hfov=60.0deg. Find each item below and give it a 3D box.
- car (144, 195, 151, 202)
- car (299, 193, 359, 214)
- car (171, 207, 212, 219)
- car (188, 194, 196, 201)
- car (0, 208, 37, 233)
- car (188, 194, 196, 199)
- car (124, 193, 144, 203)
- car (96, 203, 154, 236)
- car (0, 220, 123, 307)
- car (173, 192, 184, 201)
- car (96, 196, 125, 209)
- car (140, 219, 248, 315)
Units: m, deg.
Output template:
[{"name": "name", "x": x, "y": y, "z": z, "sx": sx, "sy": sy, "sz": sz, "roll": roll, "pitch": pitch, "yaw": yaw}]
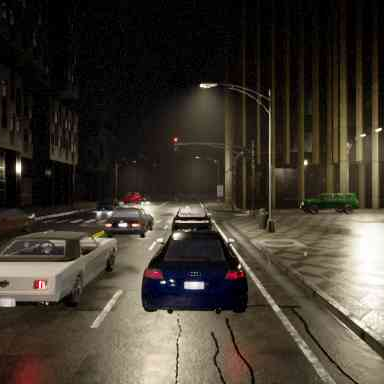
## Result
[{"name": "car", "x": -9.777, "y": 1.353, "z": 70.507, "sx": 2.128, "sy": 1.511, "sz": 4.902, "roll": 0, "pitch": 0, "yaw": 0}, {"name": "car", "x": 13.556, "y": 1.113, "z": 33.029, "sx": 5.566, "sy": 2.045, "sz": 2.150, "roll": 0, "pitch": 0, "yaw": 2}, {"name": "car", "x": -0.007, "y": 1.478, "z": 16.556, "sx": 2.128, "sy": 1.511, "sz": 4.902, "roll": 0, "pitch": 0, "yaw": 0}, {"name": "car", "x": -0.027, "y": 1.342, "z": 75.033, "sx": 2.033, "sy": 1.411, "sz": 5.357, "roll": 0, "pitch": 0, "yaw": 0}, {"name": "car", "x": -9.858, "y": 1.533, "z": 16.890, "sx": 2.033, "sy": 1.411, "sz": 5.357, "roll": 0, "pitch": 0, "yaw": 0}, {"name": "car", "x": -0.031, "y": 1.199, "z": 85.485, "sx": 1.895, "sy": 1.301, "sz": 4.718, "roll": 0, "pitch": 0, "yaw": 0}, {"name": "car", "x": -9.860, "y": 1.109, "z": 55.047, "sx": 2.150, "sy": 2.045, "sz": 5.566, "roll": 0, "pitch": 0, "yaw": 0}, {"name": "car", "x": -3.158, "y": 1.533, "z": 17.493, "sx": 2.033, "sy": 1.411, "sz": 5.357, "roll": 0, "pitch": 0, "yaw": 0}, {"name": "car", "x": -3.151, "y": 1.597, "z": 7.902, "sx": 1.895, "sy": 1.301, "sz": 4.718, "roll": 0, "pitch": 0, "yaw": 0}, {"name": "car", "x": -3.277, "y": 1.302, "z": 75.033, "sx": 1.837, "sy": 1.490, "sz": 4.892, "roll": 0, "pitch": 0, "yaw": 0}, {"name": "car", "x": -9.864, "y": 1.485, "z": 39.594, "sx": 2.033, "sy": 1.411, "sz": 5.357, "roll": 0, "pitch": 0, "yaw": 0}, {"name": "car", "x": 0.083, "y": 1.561, "z": 7.682, "sx": 1.994, "sy": 1.385, "sz": 4.181, "roll": 0, "pitch": 0, "yaw": 1}]
